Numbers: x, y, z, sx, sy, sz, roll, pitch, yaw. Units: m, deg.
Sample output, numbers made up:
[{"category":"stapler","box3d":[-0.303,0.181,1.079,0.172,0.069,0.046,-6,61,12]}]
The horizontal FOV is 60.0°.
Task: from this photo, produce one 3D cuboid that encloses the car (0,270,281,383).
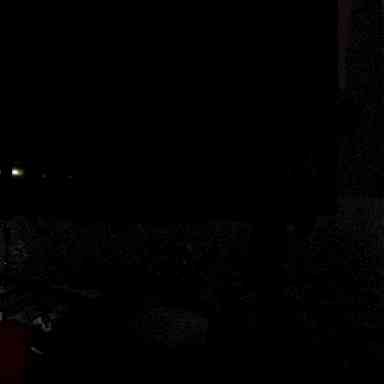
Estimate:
[{"category":"car","box3d":[-1.137,1.584,3.773,4.206,1.307,1.802,0,0,35]}]
